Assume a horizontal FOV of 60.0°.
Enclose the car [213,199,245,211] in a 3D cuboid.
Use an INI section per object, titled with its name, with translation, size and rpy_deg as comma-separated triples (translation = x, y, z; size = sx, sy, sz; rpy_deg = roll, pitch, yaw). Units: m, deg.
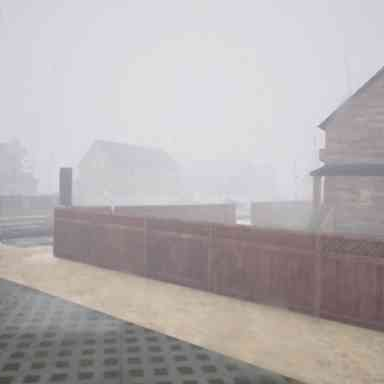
[car]
translation = 4.153, 1.490, 37.514
size = 1.895, 1.301, 4.718
rpy_deg = 2, 1, 36
